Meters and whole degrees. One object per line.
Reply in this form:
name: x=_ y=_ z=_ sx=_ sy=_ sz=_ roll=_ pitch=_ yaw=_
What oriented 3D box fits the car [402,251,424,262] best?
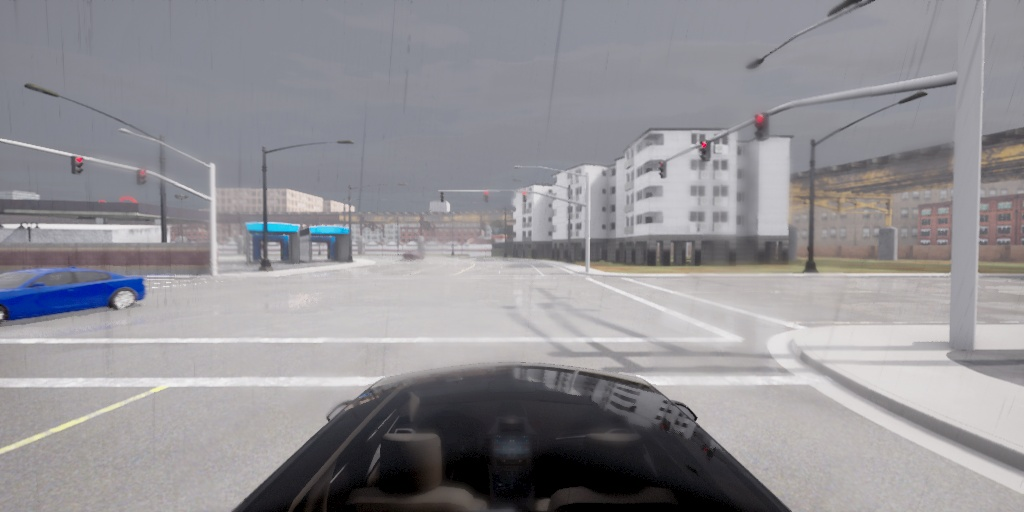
car: x=-15.926 y=-0.003 z=57.857 sx=1.882 sy=1.535 sz=5.008 roll=-1 pitch=2 yaw=-41

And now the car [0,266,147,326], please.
car: x=-13.878 y=1.101 z=10.517 sx=1.882 sy=1.535 sz=5.008 roll=0 pitch=1 yaw=2
